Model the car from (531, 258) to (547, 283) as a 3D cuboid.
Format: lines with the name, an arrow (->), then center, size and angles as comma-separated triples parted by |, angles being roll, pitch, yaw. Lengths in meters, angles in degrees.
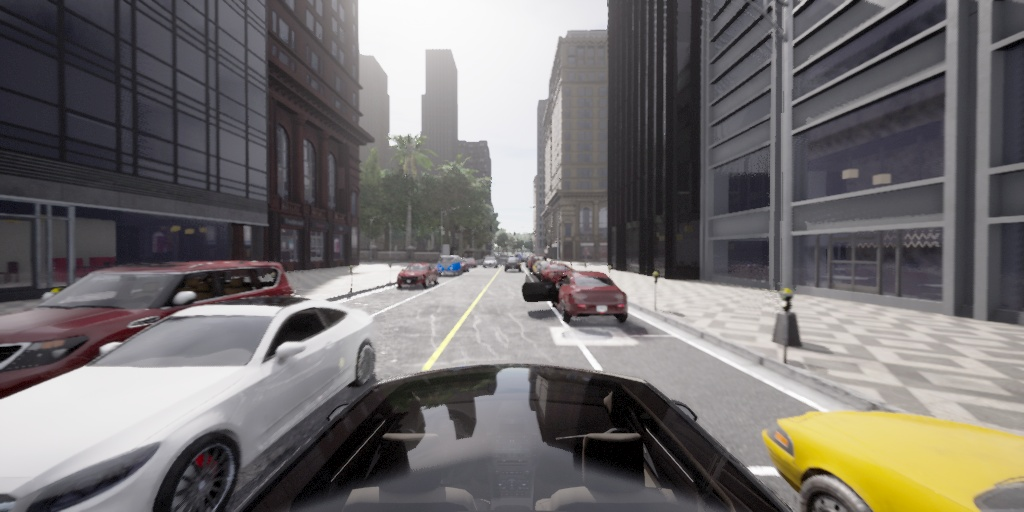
car -> 2.772, 1.092, 27.700 | 2.007, 1.370, 4.403 | 0, 0, 0

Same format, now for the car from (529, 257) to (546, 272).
car -> 2.774, 1.024, 33.295 | 1.751, 1.417, 4.829 | 0, 0, 0

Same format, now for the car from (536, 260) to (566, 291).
car -> 2.769, 1.129, 22.276 | 1.888, 1.381, 4.507 | 0, 0, 0

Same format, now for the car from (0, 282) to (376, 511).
car -> -3.100, 1.256, 4.124 | 1.812, 1.442, 4.674 | 0, 0, 0

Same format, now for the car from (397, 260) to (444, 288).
car -> -5.756, 1.129, 22.291 | 1.888, 1.381, 4.507 | 0, 0, 0

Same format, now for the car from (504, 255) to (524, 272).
car -> 0.082, 0.967, 40.306 | 1.812, 1.442, 4.674 | 0, 0, 0

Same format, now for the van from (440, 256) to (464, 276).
van -> -5.752, 0.839, 33.143 | 1.690, 1.789, 3.998 | 0, 0, 0

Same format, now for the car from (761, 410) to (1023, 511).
car -> 2.762, 1.285, 0.746 | 1.751, 1.417, 4.829 | 0, 0, 0

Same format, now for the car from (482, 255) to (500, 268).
car -> -2.984, 0.895, 50.095 | 1.812, 1.442, 4.674 | 0, 0, 0

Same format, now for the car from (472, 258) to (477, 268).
car -> -5.746, 0.949, 49.421 | 1.802, 1.307, 4.207 | 0, 0, 0

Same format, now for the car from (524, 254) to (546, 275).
car -> 2.775, 0.770, 38.550 | 2.192, 1.841, 5.009 | 0, 0, 0

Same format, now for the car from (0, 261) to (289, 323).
car -> -5.761, 1.029, 6.014 | 2.192, 1.841, 5.009 | 0, 0, 0

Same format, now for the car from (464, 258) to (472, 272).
car -> -5.750, 0.895, 38.569 | 1.967, 1.591, 4.097 | 0, 0, 0

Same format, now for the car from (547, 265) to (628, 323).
car -> 2.356, 1.194, 11.695 | 1.812, 1.442, 4.674 | 0, 0, 0
